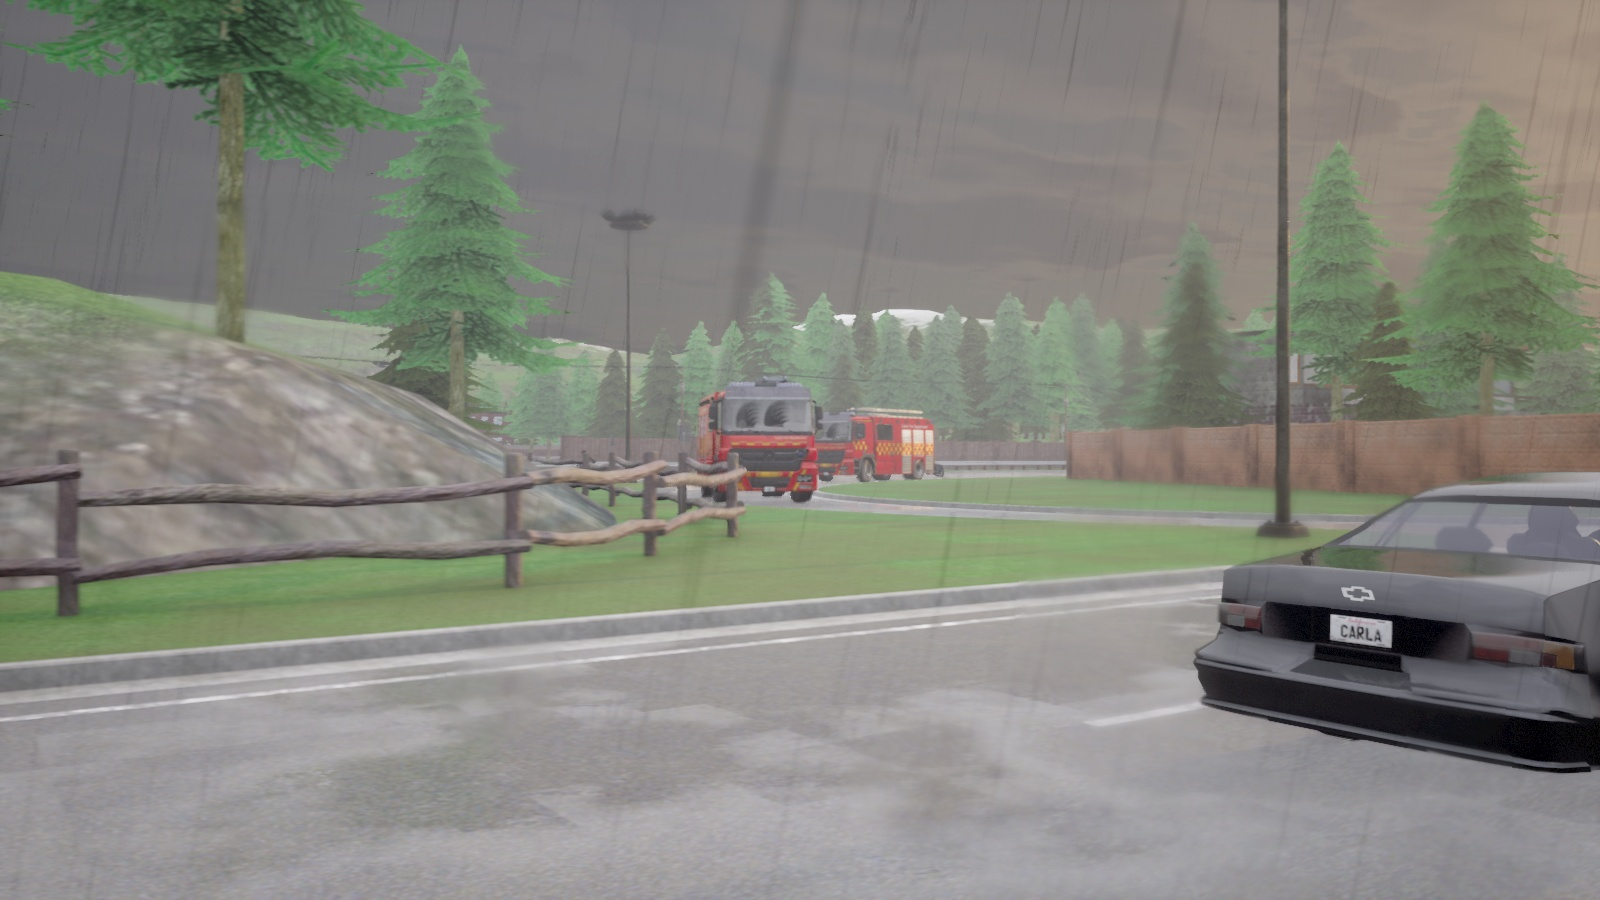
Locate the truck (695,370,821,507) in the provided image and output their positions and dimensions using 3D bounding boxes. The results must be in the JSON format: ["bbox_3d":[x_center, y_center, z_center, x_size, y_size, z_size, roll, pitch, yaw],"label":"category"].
[{"bbox_3d":[-1.533,-0.319,39.729,2.891,3.827,8.468,0,0,-9],"label":"truck"}]

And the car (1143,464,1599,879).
[{"bbox_3d":[4.433,0.799,6.745,5.357,1.411,2.033,0,0,-35],"label":"car"}]

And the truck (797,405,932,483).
[{"bbox_3d":[3.546,-0.266,65.910,2.891,3.827,8.468,0,0,36],"label":"truck"}]
